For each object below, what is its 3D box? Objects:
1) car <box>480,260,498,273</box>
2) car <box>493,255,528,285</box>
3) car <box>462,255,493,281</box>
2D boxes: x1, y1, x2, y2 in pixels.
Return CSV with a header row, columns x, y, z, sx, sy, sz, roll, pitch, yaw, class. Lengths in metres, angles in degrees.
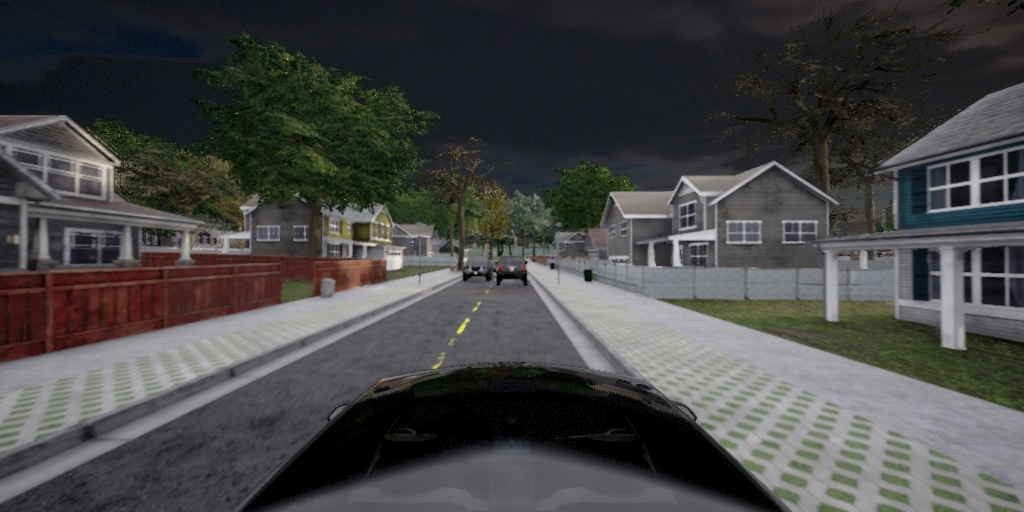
x,y,z,sx,sy,sz,roll,pitch,yaw,class
-2.760,1.205,43.379,1.837,1.490,4.892,0,0,0,car
0.003,0.945,25.979,2.150,2.045,5.566,0,0,0,car
-2.755,0.939,29.956,2.150,2.045,5.566,0,0,0,car
